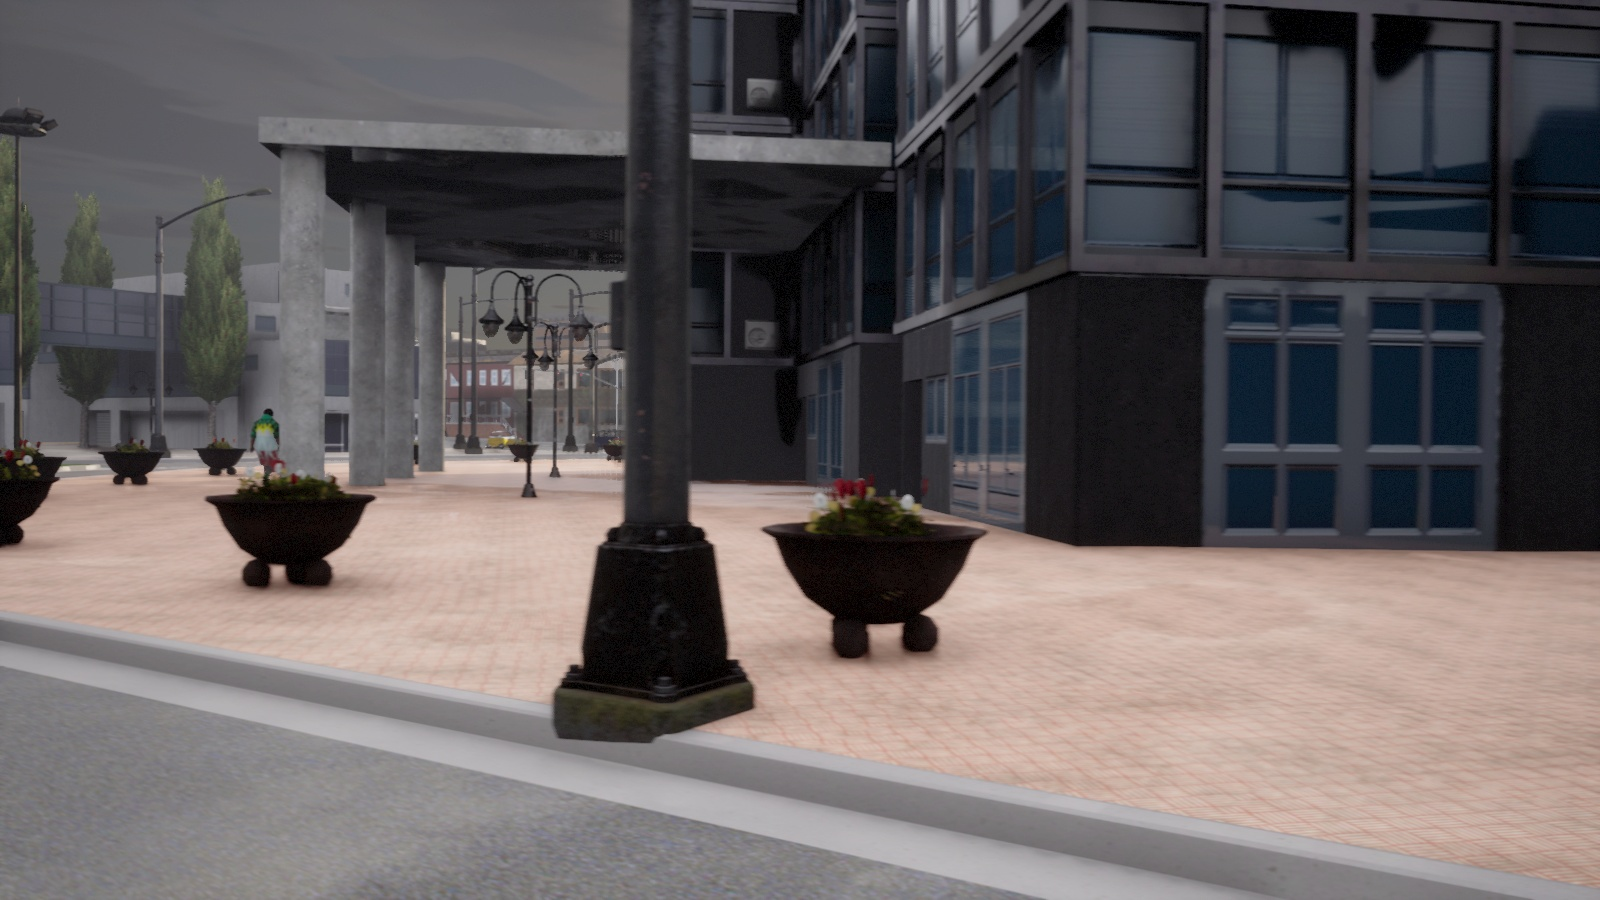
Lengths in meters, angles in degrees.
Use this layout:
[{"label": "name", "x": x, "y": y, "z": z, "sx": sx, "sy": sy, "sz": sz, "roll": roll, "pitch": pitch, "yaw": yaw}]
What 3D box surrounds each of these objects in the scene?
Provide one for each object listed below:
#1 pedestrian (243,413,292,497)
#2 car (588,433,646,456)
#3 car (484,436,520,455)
[{"label": "pedestrian", "x": -12.455, "y": 0.110, "z": 29.387, "sx": 0.659, "sy": 1.952, "sz": 0.873, "roll": 0, "pitch": 1, "yaw": 11}, {"label": "car", "x": -12.809, "y": -0.371, "z": 87.747, "sx": 3.705, "sy": 1.549, "sz": 1.789, "roll": 0, "pitch": 1, "yaw": 32}, {"label": "car", "x": -22.231, "y": -0.344, "z": 93.644, "sx": 2.207, "sy": 1.376, "sz": 1.481, "roll": 0, "pitch": 1, "yaw": 32}]
